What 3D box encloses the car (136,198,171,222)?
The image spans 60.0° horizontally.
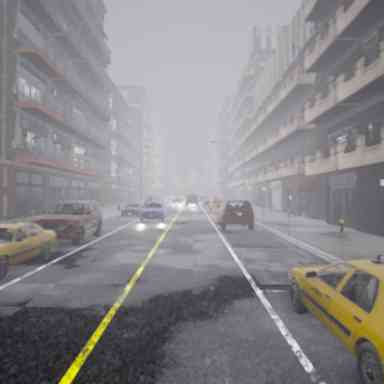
[{"bbox_3d":[-3.091,1.522,27.378,1.882,1.535,5.008,0,0,0],"label":"car"}]

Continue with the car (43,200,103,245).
[{"bbox_3d":[-5.673,1.341,15.772,2.192,1.841,5.009,1,0,0],"label":"car"}]

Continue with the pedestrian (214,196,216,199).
[{"bbox_3d":[3.010,1.368,43.906,0.375,1.860,0.375,1,-1,-3],"label":"pedestrian"}]

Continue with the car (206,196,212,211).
[{"bbox_3d":[3.010,1.524,40.900,1.801,1.575,5.366,0,0,0],"label":"car"}]

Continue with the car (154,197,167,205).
[{"bbox_3d":[-5.667,1.687,60.315,1.802,1.307,4.206,1,0,0],"label":"car"}]

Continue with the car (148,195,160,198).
[{"bbox_3d":[-5.666,1.399,49.179,2.192,1.841,5.009,1,0,0],"label":"car"}]

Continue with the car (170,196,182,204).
[{"bbox_3d":[-2.984,1.703,68.088,1.895,1.301,4.718,0,0,0],"label":"car"}]

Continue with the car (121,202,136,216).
[{"bbox_3d":[-5.673,1.620,32.476,1.947,1.339,4.313,1,0,0],"label":"car"}]

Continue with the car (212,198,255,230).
[{"bbox_3d":[2.709,1.349,21.304,2.192,1.841,5.009,1,0,0],"label":"car"}]

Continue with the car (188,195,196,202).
[{"bbox_3d":[0.018,1.551,78.149,1.812,1.442,4.674,0,0,0],"label":"car"}]

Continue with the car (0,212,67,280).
[{"bbox_3d":[-5.677,1.542,10.034,1.752,1.417,4.829,1,0,0],"label":"car"}]

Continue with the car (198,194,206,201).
[{"bbox_3d":[2.725,1.485,93.687,2.192,1.841,5.009,1,0,0],"label":"car"}]

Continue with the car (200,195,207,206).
[{"bbox_3d":[2.713,1.660,54.711,1.947,1.339,4.313,1,0,0],"label":"car"}]

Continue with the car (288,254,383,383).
[{"bbox_3d":[2.702,1.533,4.770,1.752,1.417,4.829,1,0,0],"label":"car"}]

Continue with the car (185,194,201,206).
[{"bbox_3d":[0.012,1.317,55.528,2.150,2.045,5.566,0,0,0],"label":"car"}]

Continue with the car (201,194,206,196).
[{"bbox_3d":[2.721,1.451,76.984,2.192,1.841,5.009,1,0,0],"label":"car"}]
